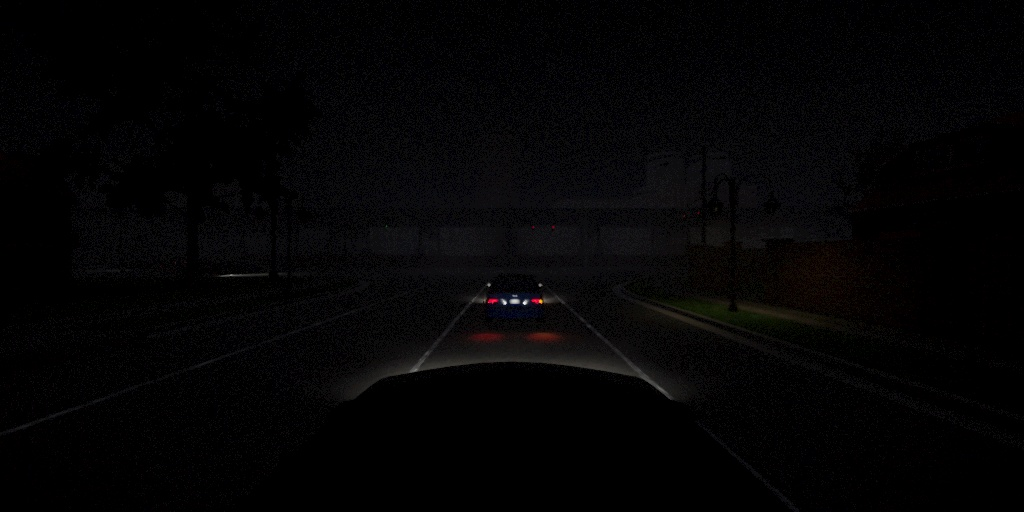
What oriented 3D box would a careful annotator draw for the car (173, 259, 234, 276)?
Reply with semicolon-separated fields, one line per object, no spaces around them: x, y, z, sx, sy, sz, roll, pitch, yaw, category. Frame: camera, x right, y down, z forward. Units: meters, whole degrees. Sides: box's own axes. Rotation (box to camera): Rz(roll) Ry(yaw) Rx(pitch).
-31.655;1.300;36.873;4.181;1.385;1.994;0;0;2;car

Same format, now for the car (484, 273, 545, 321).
0.088;1.293;12.336;2.033;1.411;5.357;0;0;0;car

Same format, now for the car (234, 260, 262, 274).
-30.895;1.212;40.350;5.008;1.535;1.882;0;0;2;car
